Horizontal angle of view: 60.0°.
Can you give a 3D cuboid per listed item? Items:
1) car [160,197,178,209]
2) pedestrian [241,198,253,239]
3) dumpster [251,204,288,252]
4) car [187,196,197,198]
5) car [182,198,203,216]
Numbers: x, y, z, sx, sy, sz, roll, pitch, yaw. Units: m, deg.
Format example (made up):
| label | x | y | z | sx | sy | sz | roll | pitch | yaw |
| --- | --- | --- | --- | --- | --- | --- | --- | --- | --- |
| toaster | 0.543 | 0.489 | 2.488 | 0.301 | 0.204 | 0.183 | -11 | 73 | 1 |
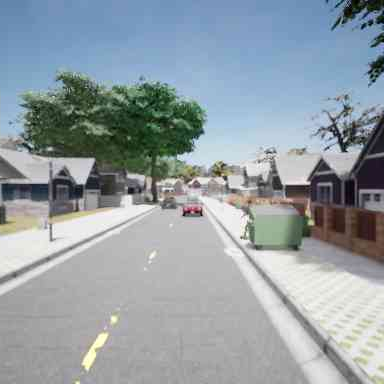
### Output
| label | x | y | z | sx | sy | sz | roll | pitch | yaw |
| --- | --- | --- | --- | --- | --- | --- | --- | --- | --- |
| car | -2.834 | 1.369 | 42.004 | 1.837 | 1.490 | 4.892 | 0 | 0 | 0 |
| pedestrian | 2.443 | 1.103 | 14.110 | 0.375 | 1.860 | 0.375 | 0 | 1 | -10 |
| dumpster | 3.016 | 1.359 | 13.203 | 1.020 | 1.700 | 1.940 | 0 | 1 | 0 |
| car | 0.060 | 1.341 | 45.798 | 2.128 | 1.511 | 4.902 | 0 | 0 | 1 |
| car | 0.073 | 1.504 | 31.118 | 1.895 | 1.301 | 4.718 | 0 | 0 | 0 |
